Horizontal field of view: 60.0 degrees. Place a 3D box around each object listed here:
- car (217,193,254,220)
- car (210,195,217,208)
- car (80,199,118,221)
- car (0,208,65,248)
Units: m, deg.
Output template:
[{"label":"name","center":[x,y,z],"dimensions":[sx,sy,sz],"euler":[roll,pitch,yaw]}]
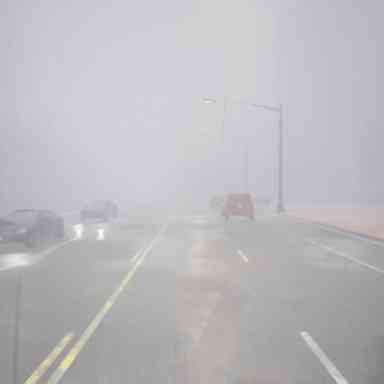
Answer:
[{"label":"car","center":[3.520,1.089,26.636],"dimensions":[2.150,2.045,5.566],"euler":[0,1,0]},{"label":"car","center":[3.512,1.128,43.831],"dimensions":[2.097,1.767,4.553],"euler":[0,0,0]},{"label":"car","center":[-7.077,1.352,25.772],"dimensions":[1.882,1.535,5.008],"euler":[0,0,1]},{"label":"car","center":[-7.107,1.456,14.586],"dimensions":[1.812,1.442,4.674],"euler":[0,0,0]}]
